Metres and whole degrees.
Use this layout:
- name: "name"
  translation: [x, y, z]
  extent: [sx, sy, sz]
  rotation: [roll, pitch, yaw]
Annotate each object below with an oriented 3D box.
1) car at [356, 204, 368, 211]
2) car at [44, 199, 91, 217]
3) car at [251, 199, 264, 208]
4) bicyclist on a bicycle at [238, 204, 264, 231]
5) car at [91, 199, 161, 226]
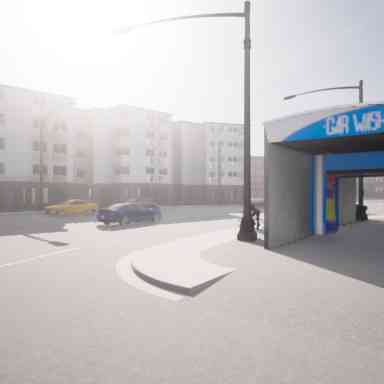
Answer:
- name: "car"
  translation: [15.680, 1.601, 34.090]
  extent: [4.718, 1.301, 1.895]
  rotation: [0, 0, -22]
- name: "car"
  translation: [-11.404, 1.477, 31.565]
  extent: [1.882, 1.535, 5.008]
  rotation: [0, 0, 41]
- name: "car"
  translation: [10.439, 1.601, 47.253]
  extent: [4.718, 1.301, 1.895]
  rotation: [0, 0, -21]
- name: "bicyclist on a bicycle"
  translation: [3.224, 1.301, 18.277]
  extent: [1.656, 1.620, 0.582]
  rotation: [0, 0, 38]
- name: "car"
  translation: [-4.300, 1.477, 23.479]
  extent: [1.882, 1.535, 5.008]
  rotation: [0, 0, 36]
